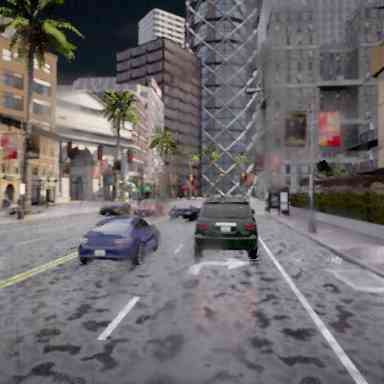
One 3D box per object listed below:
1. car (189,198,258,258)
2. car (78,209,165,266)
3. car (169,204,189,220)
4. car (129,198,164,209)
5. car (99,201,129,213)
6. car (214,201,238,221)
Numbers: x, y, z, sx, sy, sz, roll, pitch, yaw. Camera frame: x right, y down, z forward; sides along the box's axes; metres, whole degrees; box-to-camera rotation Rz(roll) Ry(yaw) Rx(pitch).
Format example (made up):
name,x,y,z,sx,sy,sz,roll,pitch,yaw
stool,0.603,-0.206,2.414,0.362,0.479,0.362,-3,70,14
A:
name,x,y,z,sx,sy,sz,roll,pitch,yaw
car,1.326,1.260,13.119,2.150,2.045,5.566,0,0,6
car,-2.340,1.542,11.529,1.812,1.442,4.674,0,0,5
car,-0.657,1.662,28.092,1.895,1.301,4.718,0,0,6
car,-3.973,1.404,31.301,2.097,1.767,4.553,0,0,6
car,-7.334,1.589,32.701,2.033,1.411,5.357,0,0,6
car,2.911,1.580,28.552,1.837,1.490,4.892,0,-1,6
